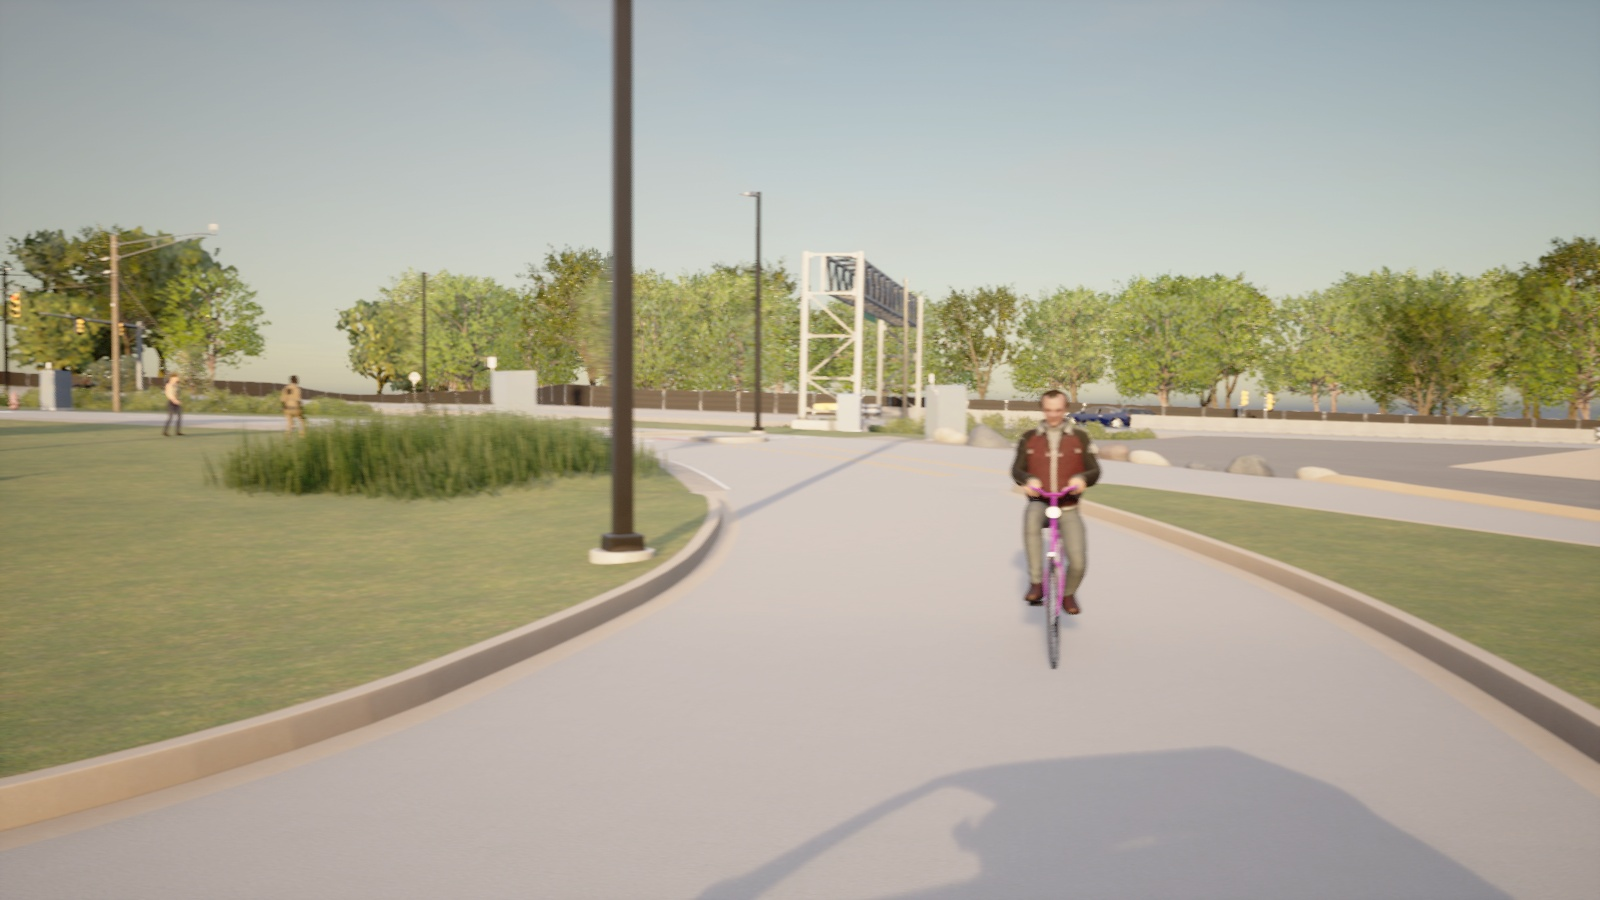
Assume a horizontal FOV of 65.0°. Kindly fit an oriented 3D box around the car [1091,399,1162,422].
[{"bbox_3d":[24.639,-2.992,94.982,4.856,1.649,2.033,1,2,3],"label":"car"}]

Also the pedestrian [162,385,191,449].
[{"bbox_3d":[-17.897,-0.950,36.058,0.594,1.836,0.345,-1,2,11],"label":"pedestrian"}]

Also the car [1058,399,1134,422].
[{"bbox_3d":[19.597,-2.634,83.198,4.792,1.488,2.163,1,2,13],"label":"car"}]

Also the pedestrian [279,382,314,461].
[{"bbox_3d":[-12.493,-0.716,31.185,0.396,1.930,0.692,0,2,17],"label":"pedestrian"}]

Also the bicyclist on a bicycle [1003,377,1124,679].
[{"bbox_3d":[1.751,0.438,8.326,0.659,1.776,1.843,-1,1,12],"label":"bicyclist on a bicycle"}]
